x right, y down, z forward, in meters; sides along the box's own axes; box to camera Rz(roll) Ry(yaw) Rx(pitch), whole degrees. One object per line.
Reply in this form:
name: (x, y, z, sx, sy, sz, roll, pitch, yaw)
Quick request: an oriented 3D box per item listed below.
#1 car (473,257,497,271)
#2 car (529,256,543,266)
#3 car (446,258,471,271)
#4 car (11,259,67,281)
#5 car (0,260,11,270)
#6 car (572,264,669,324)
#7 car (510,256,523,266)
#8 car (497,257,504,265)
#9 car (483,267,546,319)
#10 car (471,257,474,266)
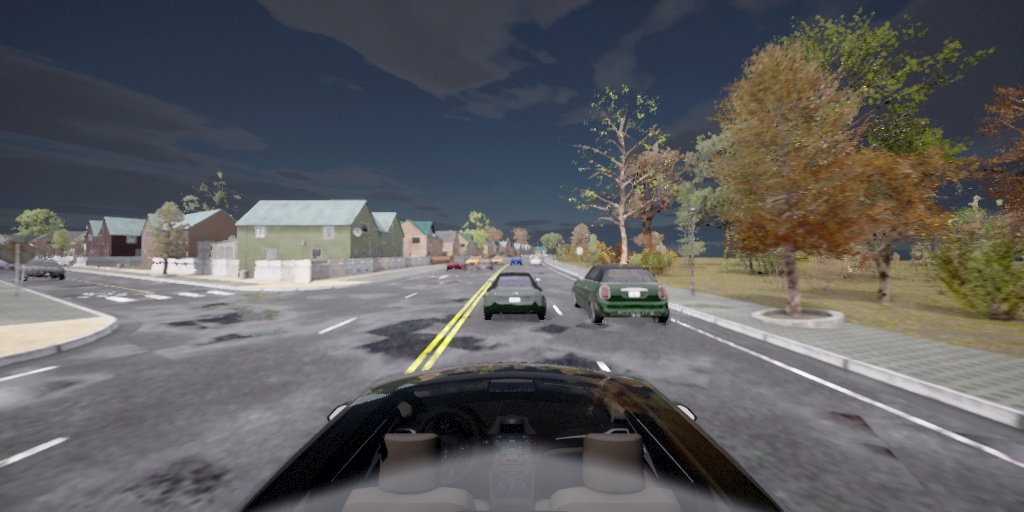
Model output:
car: (-3.144, 1.024, 42.672, 1.812, 1.442, 4.674, 0, 0, 1)
car: (4.014, 0.900, 60.342, 1.812, 1.442, 4.674, 0, 0, 3)
car: (-6.414, 1.104, 41.984, 1.895, 1.301, 4.718, 0, 0, 1)
car: (-33.791, 0.981, 25.706, 4.892, 1.490, 1.837, 1, -1, 31)
car: (-52.233, 0.870, 36.867, 4.674, 1.442, 1.812, 0, -1, 31)
car: (3.333, 1.042, 11.875, 2.097, 1.767, 4.553, 0, 0, 0)
car: (0.749, 0.856, 60.137, 1.882, 1.535, 5.008, 0, 1, 3)
car: (-2.463, 0.841, 62.860, 1.882, 1.535, 5.008, 0, 0, 3)
car: (0.087, 1.249, 12.574, 1.994, 1.385, 4.181, 0, 0, 0)
car: (-5.951, 0.877, 57.696, 1.882, 1.535, 5.008, 0, 0, 3)
